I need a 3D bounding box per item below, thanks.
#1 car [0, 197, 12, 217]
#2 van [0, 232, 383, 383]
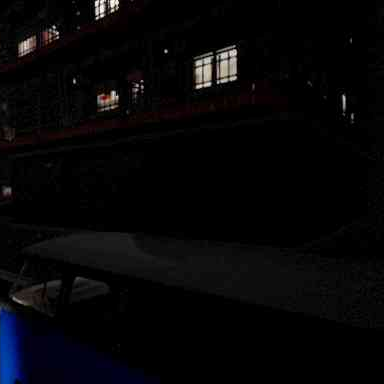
[{"bbox_3d":[-12.561,1.206,25.453,2.008,1.369,4.403,-1,0,36],"label":"car"},{"bbox_3d":[-0.018,1.327,2.717,3.998,1.788,1.690,1,-1,36],"label":"van"}]
